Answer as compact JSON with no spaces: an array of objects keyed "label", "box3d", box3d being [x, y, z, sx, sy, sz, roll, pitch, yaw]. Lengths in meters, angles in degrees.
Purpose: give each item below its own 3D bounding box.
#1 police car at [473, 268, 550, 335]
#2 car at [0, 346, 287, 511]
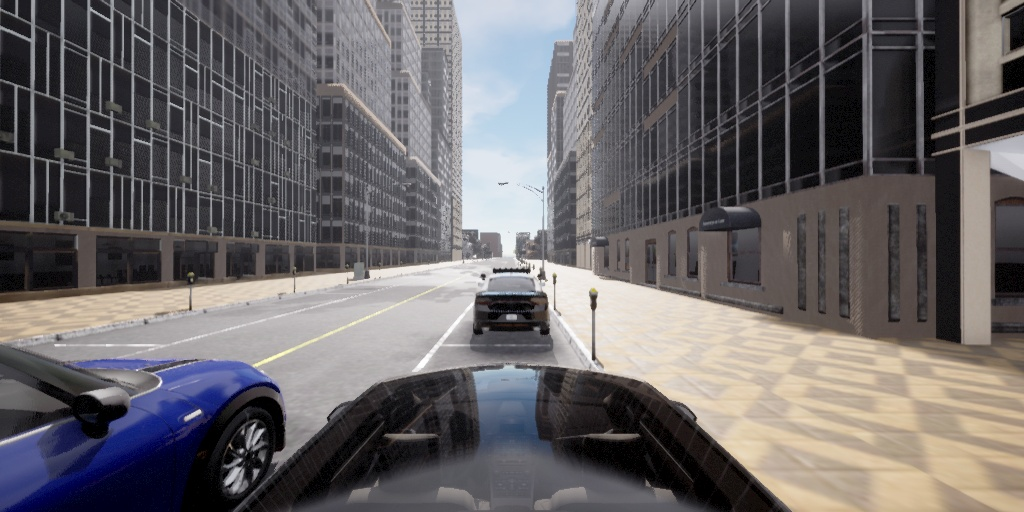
[{"label":"police car","box3d":[-0.012,1.164,10.609,1.930,1.638,5.238,0,0,0]},{"label":"car","box3d":[-3.145,1.097,1.470,2.097,1.767,4.553,0,0,0]}]
